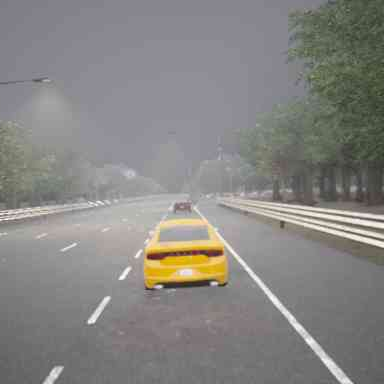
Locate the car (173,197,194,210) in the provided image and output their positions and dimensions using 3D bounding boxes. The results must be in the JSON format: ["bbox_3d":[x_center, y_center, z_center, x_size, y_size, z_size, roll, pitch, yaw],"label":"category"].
[{"bbox_3d":[-1.146,1.544,39.383,1.882,1.535,5.008,-3,0,-2],"label":"car"}]

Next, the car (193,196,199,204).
[{"bbox_3d":[0.125,1.559,62.825,2.033,1.411,5.357,-3,0,11],"label":"car"}]

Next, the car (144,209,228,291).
[{"bbox_3d":[-0.205,1.489,9.252,1.882,1.535,5.008,-3,0,-2],"label":"car"}]
